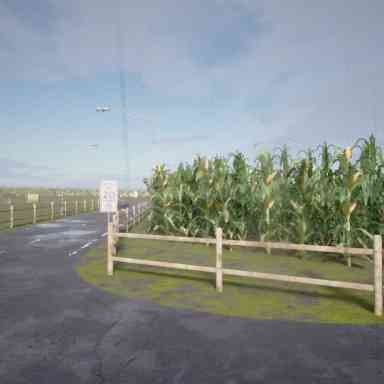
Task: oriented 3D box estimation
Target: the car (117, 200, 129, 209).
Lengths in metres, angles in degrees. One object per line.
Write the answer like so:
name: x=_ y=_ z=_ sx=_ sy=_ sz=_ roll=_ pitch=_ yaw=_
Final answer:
car: x=-11.079 y=1.874 z=52.075 sx=1.994 sy=1.385 sz=4.181 roll=1 pitch=0 yaw=-4
